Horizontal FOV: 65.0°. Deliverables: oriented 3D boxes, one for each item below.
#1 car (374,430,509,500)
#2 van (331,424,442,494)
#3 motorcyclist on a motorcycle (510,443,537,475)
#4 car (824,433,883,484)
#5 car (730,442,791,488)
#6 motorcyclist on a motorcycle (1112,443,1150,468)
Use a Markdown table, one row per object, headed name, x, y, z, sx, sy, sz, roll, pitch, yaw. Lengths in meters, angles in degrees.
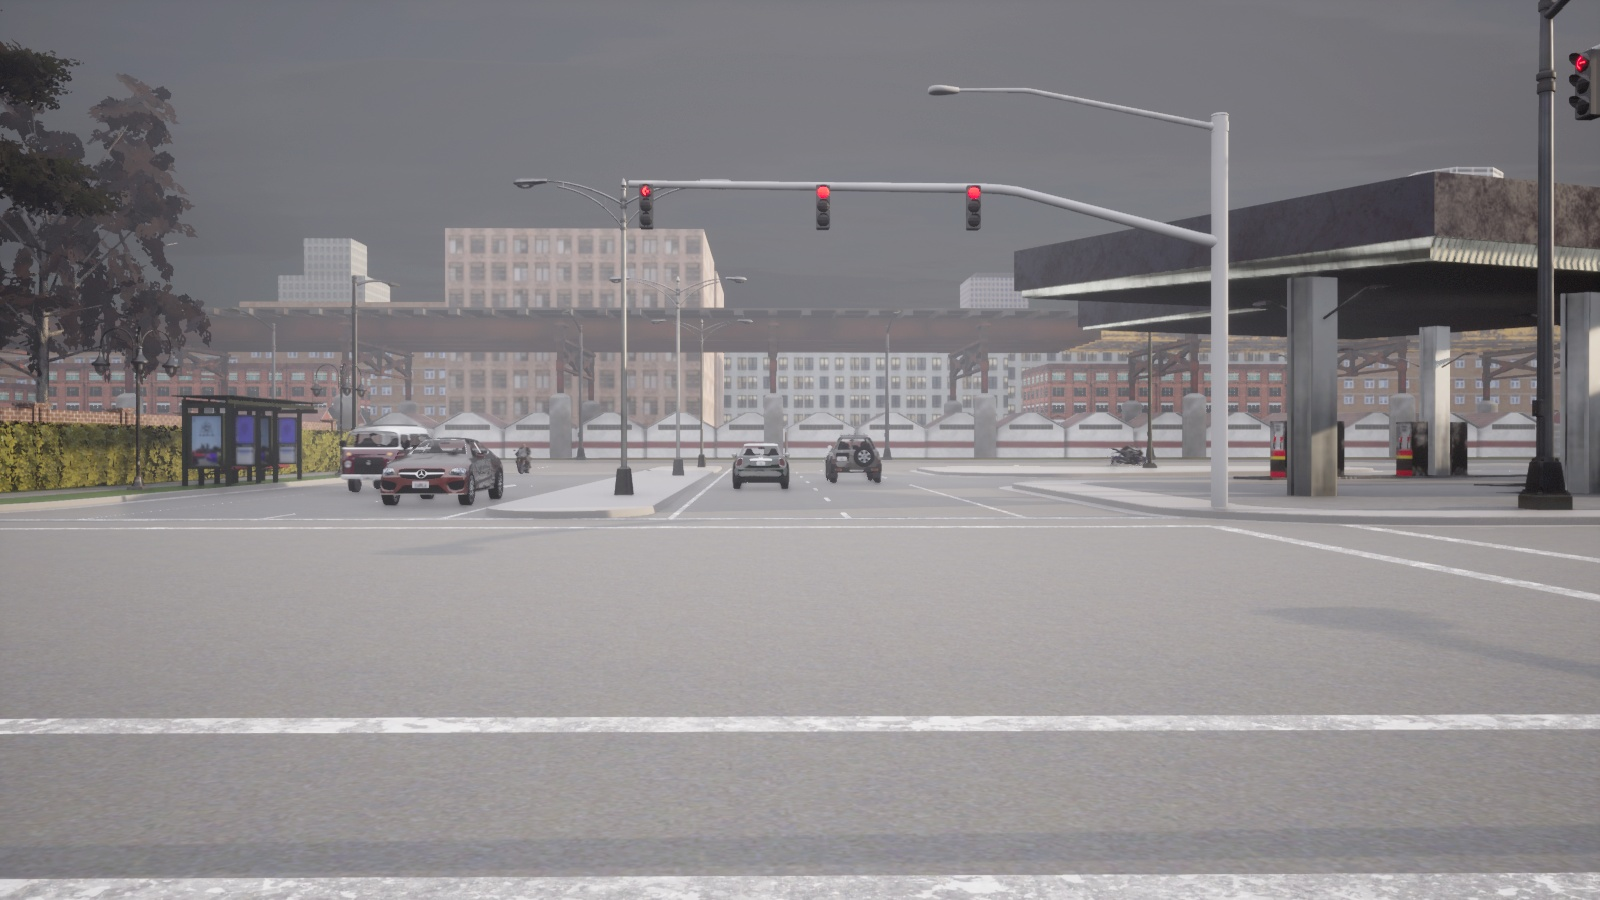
| name | x | y | z | sx | sy | sz | roll | pitch | yaw |
| --- | --- | --- | --- | --- | --- | --- | --- | --- | --- |
| car | -9.015 | 0.337 | 32.078 | 2.152 | 1.651 | 5.027 | 0 | 0 | -2 |
| van | -12.723 | 0.240 | 38.923 | 2.069 | 2.038 | 4.480 | 0 | 0 | -2 |
| motorcyclist on a motorcycle | -13.376 | 0.428 | 60.750 | 0.866 | 1.530 | 2.191 | 0 | 0 | -2 |
| car | 2.005 | 0.292 | 48.303 | 1.932 | 1.855 | 4.605 | 0 | 0 | -2 |
| car | -1.323 | 0.471 | 42.504 | 1.970 | 1.475 | 3.806 | 0 | 0 | -2 |
| motorcyclist on a motorcycle | 20.874 | 0.351 | 79.275 | 2.191 | 1.530 | 0.866 | 0 | 0 | -2 |
